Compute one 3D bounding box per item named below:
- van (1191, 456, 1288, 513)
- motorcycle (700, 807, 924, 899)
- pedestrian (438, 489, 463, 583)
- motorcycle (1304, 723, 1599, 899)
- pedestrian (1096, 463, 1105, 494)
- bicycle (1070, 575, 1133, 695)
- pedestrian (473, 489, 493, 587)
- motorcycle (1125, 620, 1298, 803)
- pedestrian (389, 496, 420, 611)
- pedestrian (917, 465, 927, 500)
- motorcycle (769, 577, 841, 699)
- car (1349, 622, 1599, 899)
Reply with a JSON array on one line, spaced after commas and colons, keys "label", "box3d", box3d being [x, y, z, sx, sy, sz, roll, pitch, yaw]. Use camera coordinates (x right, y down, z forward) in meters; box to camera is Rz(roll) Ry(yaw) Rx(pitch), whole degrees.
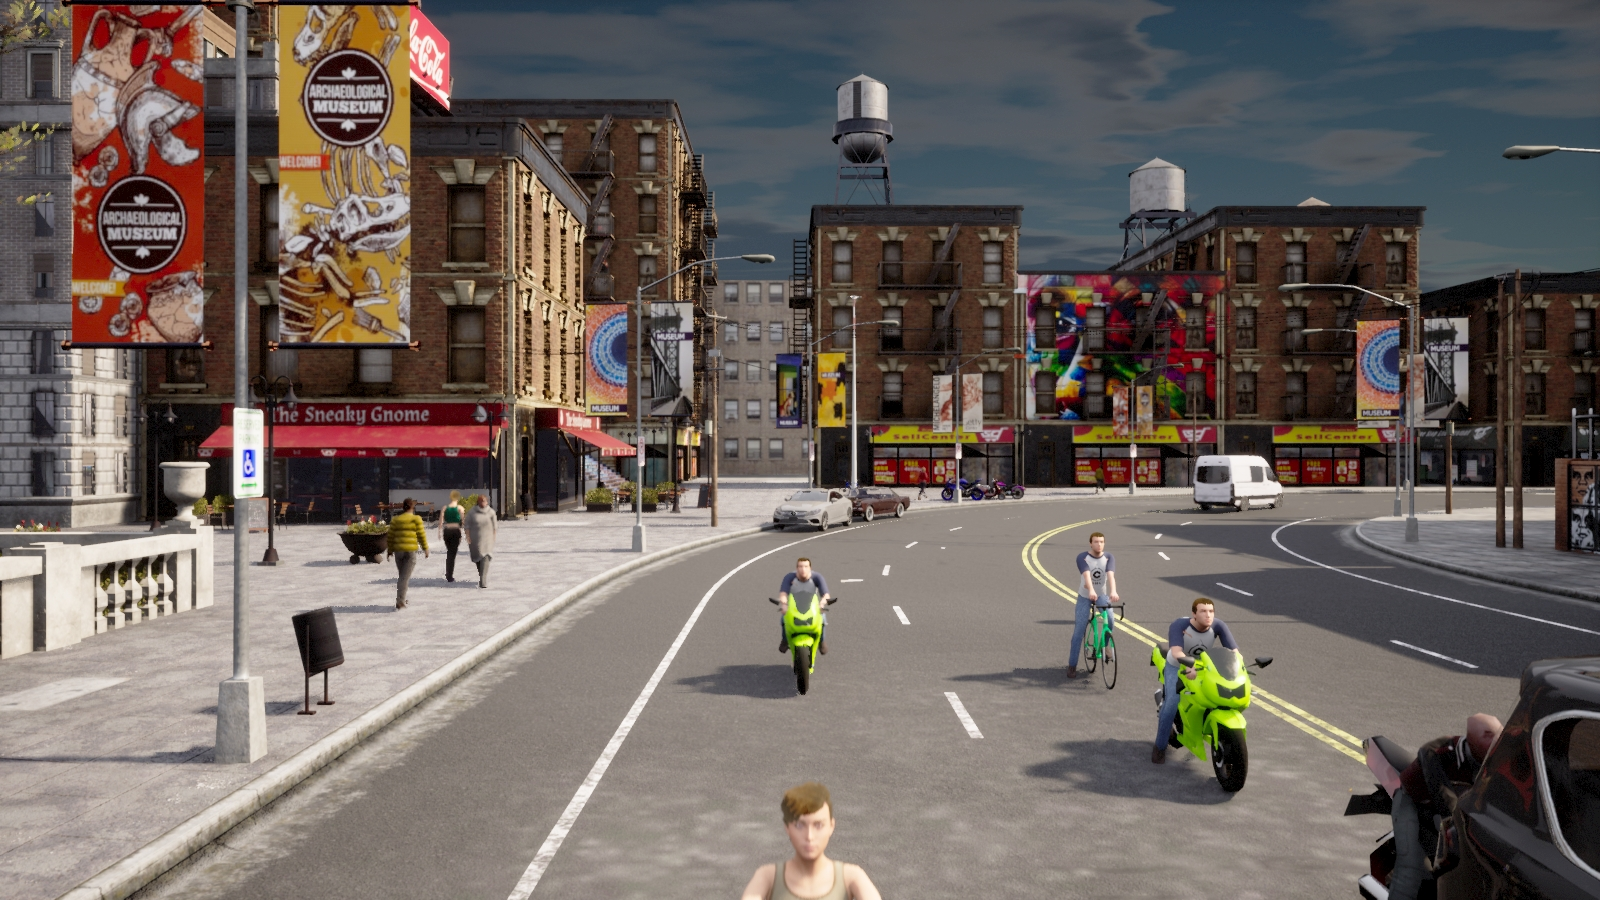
[{"label": "van", "box3d": [20.771, 1.555, 53.812, 5.915, 2.561, 1.988, 0, -1, -45]}, {"label": "motorcycle", "box3d": [0.041, 2.172, 3.723, 0.764, 1.277, 2.356, 0, 0, 0]}, {"label": "pedestrian", "box3d": [-6.989, 1.707, 22.853, 0.375, 1.860, 0.375, 0, 0, 1]}, {"label": "motorcycle", "box3d": [3.506, 2.244, 5.843, 0.867, 1.251, 2.209, 0, -3, 0]}, {"label": "pedestrian", "box3d": [18.120, 1.722, 68.956, 0.375, 1.860, 0.375, 0, 0, -41]}, {"label": "bicycle", "box3d": [3.650, 2.212, 13.929, 0.373, 1.196, 1.643, 0, 0, 1]}, {"label": "pedestrian", "box3d": [-6.184, 1.705, 22.282, 0.375, 1.860, 0.375, 0, 0, -16]}, {"label": "motorcycle", "box3d": [3.536, 2.217, 10.038, 0.803, 1.145, 2.033, 0, 0, 0]}, {"label": "pedestrian", "box3d": [-6.544, 1.704, 18.921, 0.375, 1.860, 0.375, 0, 0, 1]}, {"label": "pedestrian", "box3d": [6.475, 1.721, 60.449, 0.375, 1.860, 0.375, 0, 0, 39]}, {"label": "motorcycle", "box3d": [0.064, 2.219, 13.838, 0.803, 1.145, 2.033, 0, 0, 1]}, {"label": "car", "box3d": [3.470, 1.784, 2.203, 2.150, 2.045, 5.566, 0, 0, 0]}]
